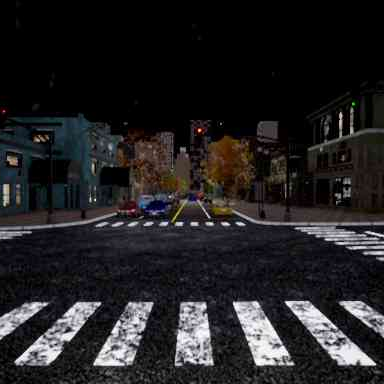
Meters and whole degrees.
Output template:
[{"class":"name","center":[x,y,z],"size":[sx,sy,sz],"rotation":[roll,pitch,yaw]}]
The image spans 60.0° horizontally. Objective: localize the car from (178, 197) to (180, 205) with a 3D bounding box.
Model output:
[{"class":"car","center":[-3.063,1.536,47.944],"size":[1.994,1.385,4.181],"rotation":[0,0,0]}]

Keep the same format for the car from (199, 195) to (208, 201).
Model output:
[{"class":"car","center":[2.737,1.497,80.279],"size":[1.887,1.381,4.507],"rotation":[-1,0,0]}]

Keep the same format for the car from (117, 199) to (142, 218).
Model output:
[{"class":"car","center":[-5.674,1.565,30.367],"size":[1.802,1.307,4.206],"rotation":[0,0,0]}]

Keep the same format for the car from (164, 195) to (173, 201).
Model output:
[{"class":"car","center":[-5.645,1.518,80.284],"size":[1.947,1.339,4.313],"rotation":[0,0,0]}]

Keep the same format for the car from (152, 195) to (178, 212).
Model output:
[{"class":"car","center":[-3.075,1.469,38.819],"size":[2.128,1.511,4.902],"rotation":[0,0,0]}]

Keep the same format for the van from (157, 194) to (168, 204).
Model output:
[{"class":"van","center":[-5.656,1.304,63.645],"size":[1.690,1.788,3.998],"rotation":[0,0,0]}]

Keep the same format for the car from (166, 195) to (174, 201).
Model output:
[{"class":"car","center":[-5.641,1.493,85.830],"size":[1.887,1.381,4.507],"rotation":[0,0,0]}]

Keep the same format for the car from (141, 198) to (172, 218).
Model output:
[{"class":"car","center":[-3.099,1.509,29.621],"size":[1.812,1.442,4.674],"rotation":[0,0,0]}]

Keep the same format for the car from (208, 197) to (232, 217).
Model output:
[{"class":"car","center":[2.706,1.508,30.532],"size":[1.752,1.417,4.829],"rotation":[-1,0,0]}]

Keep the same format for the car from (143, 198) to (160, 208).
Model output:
[{"class":"car","center":[-5.665,1.518,47.007],"size":[1.887,1.381,4.507],"rotation":[0,0,0]}]

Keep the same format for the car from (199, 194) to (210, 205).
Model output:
[{"class":"car","center":[2.723,1.517,58.094],"size":[2.008,1.369,4.403],"rotation":[-1,0,0]}]

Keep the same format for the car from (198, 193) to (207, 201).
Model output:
[{"class":"car","center":[2.737,1.263,85.825],"size":[2.192,1.841,5.009],"rotation":[-1,0,0]}]

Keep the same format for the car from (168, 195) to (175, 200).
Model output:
[{"class":"car","center":[-5.638,1.526,91.376],"size":[1.802,1.307,4.206],"rotation":[0,0,0]}]

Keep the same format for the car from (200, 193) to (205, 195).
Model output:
[{"class":"car","center":[2.733,1.522,74.732],"size":[1.947,1.339,4.313],"rotation":[-1,0,0]}]

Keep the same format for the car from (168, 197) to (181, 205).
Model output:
[{"class":"car","center":[-3.028,1.567,58.054],"size":[1.895,1.301,4.718],"rotation":[0,0,0]}]

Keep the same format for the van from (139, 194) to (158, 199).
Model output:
[{"class":"van","center":[-5.669,1.317,41.459],"size":[1.690,1.788,3.998],"rotation":[0,0,0]}]

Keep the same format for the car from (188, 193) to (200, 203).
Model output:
[{"class":"car","center":[0.110,1.436,70.795],"size":[1.882,1.535,5.008],"rotation":[0,0,0]}]
